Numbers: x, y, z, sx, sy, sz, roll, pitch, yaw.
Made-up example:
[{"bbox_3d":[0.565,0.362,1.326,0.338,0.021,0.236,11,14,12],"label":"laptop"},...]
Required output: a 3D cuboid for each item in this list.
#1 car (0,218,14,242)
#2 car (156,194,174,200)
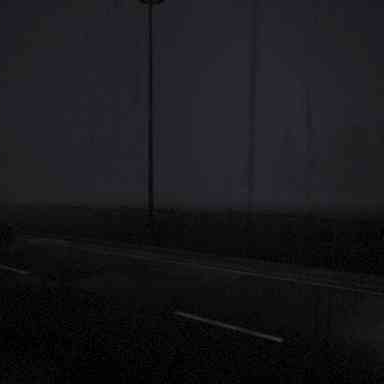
[{"bbox_3d":[-10.160,1.619,15.539,4.181,1.385,1.994,0,0,36],"label":"car"},{"bbox_3d":[-6.381,1.372,79.218,4.605,1.855,1.932,0,0,35],"label":"car"}]
